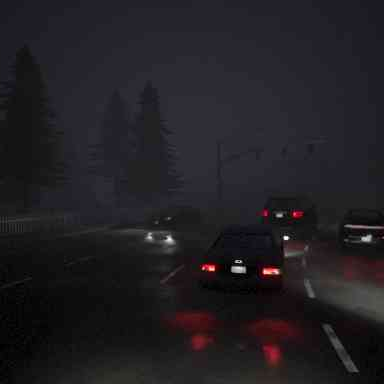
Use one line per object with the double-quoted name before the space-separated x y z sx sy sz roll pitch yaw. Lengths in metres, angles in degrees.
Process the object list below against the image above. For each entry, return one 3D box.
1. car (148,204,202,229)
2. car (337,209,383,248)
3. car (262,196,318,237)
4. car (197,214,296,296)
"car" -0.958 1.532 21.735 1.812 1.442 4.674 0 0 30
"car" 7.367 1.493 14.275 2.128 1.511 4.902 0 0 25
"car" 5.478 1.222 18.307 2.150 2.045 5.566 0 0 28
"car" 1.541 1.548 8.858 2.033 1.411 5.357 0 0 15
